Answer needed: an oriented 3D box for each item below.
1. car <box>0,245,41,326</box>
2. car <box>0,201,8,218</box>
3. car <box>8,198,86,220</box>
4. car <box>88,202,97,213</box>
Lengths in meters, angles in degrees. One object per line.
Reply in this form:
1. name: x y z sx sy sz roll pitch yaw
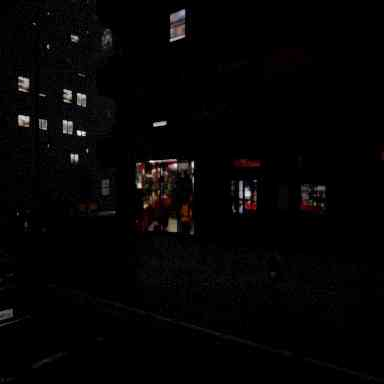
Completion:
1. car: -4.505 1.551 6.083 4.403 1.369 2.008 0 0 35
2. car: -14.075 1.350 26.090 2.008 1.369 4.403 1 1 35
3. car: -11.109 1.283 25.834 1.837 1.490 4.892 0 1 35
4. car: -10.987 1.250 30.516 1.752 1.417 4.829 1 1 35
